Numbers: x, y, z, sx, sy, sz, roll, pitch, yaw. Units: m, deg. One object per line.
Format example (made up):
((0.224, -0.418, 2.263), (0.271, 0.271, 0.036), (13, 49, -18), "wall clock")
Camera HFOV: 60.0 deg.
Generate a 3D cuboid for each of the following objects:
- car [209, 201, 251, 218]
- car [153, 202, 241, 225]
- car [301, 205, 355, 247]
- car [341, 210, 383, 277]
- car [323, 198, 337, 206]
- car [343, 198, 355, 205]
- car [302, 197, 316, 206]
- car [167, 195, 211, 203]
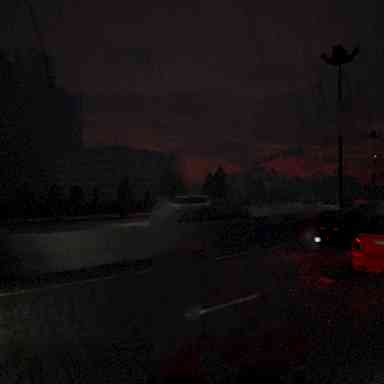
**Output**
((2.759, 1.637, 25.615), (1.994, 1.385, 4.181), (0, 0, 42), "car")
((0.200, 1.525, 18.099), (5.008, 1.535, 1.882), (0, 0, -43), "car")
((6.462, 1.526, 14.156), (4.892, 1.490, 1.837), (0, 0, -44), "car")
((6.275, 1.359, 9.209), (4.553, 1.767, 2.097), (0, 0, -41), "car")
((24.860, 1.732, 59.876), (1.994, 1.385, 4.181), (0, 0, 30), "car")
((23.791, 1.633, 50.828), (1.837, 1.490, 4.892), (0, 0, 29), "car")
((21.589, 1.696, 61.189), (1.837, 1.490, 4.892), (0, 0, 30), "car")
((-0.581, 1.308, 27.096), (2.150, 2.045, 5.566), (0, 0, 43), "car")
